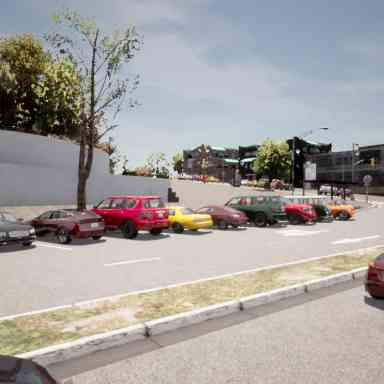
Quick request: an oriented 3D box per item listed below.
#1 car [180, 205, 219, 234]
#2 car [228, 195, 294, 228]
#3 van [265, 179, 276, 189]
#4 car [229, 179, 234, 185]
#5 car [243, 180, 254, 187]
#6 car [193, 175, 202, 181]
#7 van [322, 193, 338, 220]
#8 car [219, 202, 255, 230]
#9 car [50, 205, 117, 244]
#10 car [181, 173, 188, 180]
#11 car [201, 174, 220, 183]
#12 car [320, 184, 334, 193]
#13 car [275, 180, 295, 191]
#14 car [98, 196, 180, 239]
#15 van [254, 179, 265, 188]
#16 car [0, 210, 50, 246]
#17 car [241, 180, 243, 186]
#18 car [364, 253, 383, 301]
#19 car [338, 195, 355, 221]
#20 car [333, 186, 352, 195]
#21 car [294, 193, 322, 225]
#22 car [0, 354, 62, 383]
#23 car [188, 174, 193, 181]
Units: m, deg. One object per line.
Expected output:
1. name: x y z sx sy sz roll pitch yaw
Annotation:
1. car: -1.398 1.503 19.409 5.366 1.575 1.946 -1 -1 35
2. car: 3.637 1.263 22.793 5.566 2.045 2.435 -1 -1 35
3. van: 17.337 -1.490 68.629 1.878 1.987 4.442 7 4 35
4. car: 10.463 -2.316 78.615 2.002 1.452 4.674 7 3 35
5. car: 14.035 -1.811 73.832 1.946 1.575 5.366 7 3 35
6. car: 3.508 -3.698 88.386 2.435 2.045 5.566 7 3 34
7. van: 8.690 1.297 26.167 4.442 1.987 1.878 -1 -1 35
8. car: 1.209 1.549 21.036 4.674 1.452 2.002 -1 -1 35
9. car: -6.163 1.524 15.838 4.792 1.488 2.163 -1 -1 35
10. car: -0.015 -4.084 93.323 2.185 1.767 4.553 4 1 33
11. car: 5.359 -3.175 86.127 1.946 1.575 5.366 7 3 34
12. car: 24.305 -0.425 58.879 2.435 2.045 5.566 7 3 35
13. car: 19.097 -0.991 66.266 2.231 1.521 4.892 7 3 35
14. car: -3.718 1.248 17.582 5.566 2.045 2.435 -1 -1 35
15. van: 15.609 -1.763 71.100 1.878 1.987 4.442 7 4 35
16. car: -8.584 1.493 14.092 4.892 1.521 2.231 -1 -1 35
17. car: 12.204 -2.042 76.153 2.002 1.452 4.674 7 4 35
18. car: 5.588 1.574 7.121 4.181 1.385 1.994 0 0 -34
19. car: 11.099 1.404 27.917 4.553 1.767 2.185 -1 -1 35
20. car: 25.996 0.137 56.406 2.002 1.452 4.674 7 3 35
21. car: 6.151 1.267 24.498 5.566 2.045 2.435 -1 -1 35
22. car: -2.855 1.504 1.097 4.892 1.490 1.837 0 0 -35
23. car: 1.715 -3.849 90.853 2.185 1.767 4.553 6 3 34
